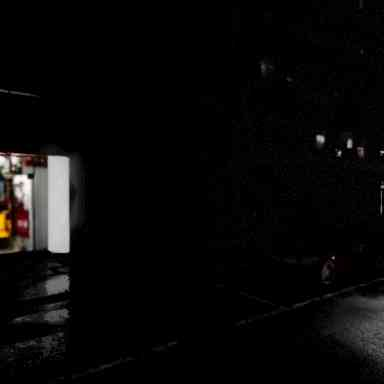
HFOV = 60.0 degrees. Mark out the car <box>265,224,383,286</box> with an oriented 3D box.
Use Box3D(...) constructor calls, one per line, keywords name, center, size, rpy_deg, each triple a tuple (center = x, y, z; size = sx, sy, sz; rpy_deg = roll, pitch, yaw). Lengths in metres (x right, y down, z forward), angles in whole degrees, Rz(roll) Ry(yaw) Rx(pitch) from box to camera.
Box3D(name="car", center=(3.899, 1.580, 9.343), size=(4.206, 1.307, 1.802), rpy_deg=(0, 0, -36))
